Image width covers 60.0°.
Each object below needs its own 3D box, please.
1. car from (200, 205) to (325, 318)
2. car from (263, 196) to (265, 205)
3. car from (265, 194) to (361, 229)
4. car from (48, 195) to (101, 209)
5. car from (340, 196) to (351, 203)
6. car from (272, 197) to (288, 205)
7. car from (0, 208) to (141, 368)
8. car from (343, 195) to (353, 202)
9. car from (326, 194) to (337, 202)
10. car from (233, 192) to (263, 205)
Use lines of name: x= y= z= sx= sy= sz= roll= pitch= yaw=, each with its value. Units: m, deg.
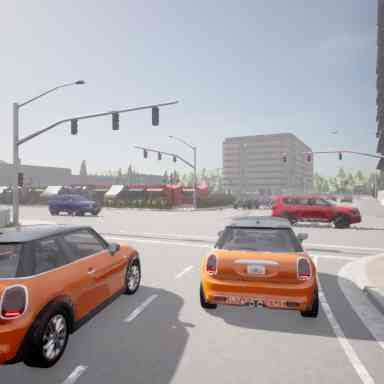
car: x=1.603 y=1.352 z=7.770 sx=2.097 sy=1.767 sz=4.553 roll=0 pitch=0 yaw=14
car: x=11.940 y=1.352 z=53.366 sx=2.097 sy=1.767 sz=4.553 roll=0 pitch=0 yaw=27
car: x=8.034 y=1.253 z=21.929 sx=5.566 sy=2.045 sz=2.150 roll=0 pitch=0 yaw=28
car: x=-11.392 y=1.277 z=32.160 sx=5.566 sy=2.045 sz=2.150 roll=0 pitch=0 yaw=28
car: x=31.954 y=1.595 z=68.991 sx=1.895 sy=1.301 sz=4.718 roll=0 pitch=0 yaw=27
car: x=16.565 y=1.601 z=62.209 sx=1.895 sy=1.301 sz=4.718 roll=0 pitch=0 yaw=28
car: x=-2.509 y=1.352 z=6.052 sx=2.097 sy=1.767 sz=4.553 roll=0 pitch=0 yaw=9
car: x=36.526 y=1.500 z=77.823 sx=1.837 sy=1.490 sz=4.892 roll=0 pitch=0 yaw=27
car: x=33.386 y=1.355 z=79.371 sx=2.097 sy=1.767 sz=4.553 roll=0 pitch=0 yaw=27
car: x=7.349 y=1.221 z=44.516 sx=2.150 sy=2.045 sz=5.566 roll=0 pitch=0 yaw=27
